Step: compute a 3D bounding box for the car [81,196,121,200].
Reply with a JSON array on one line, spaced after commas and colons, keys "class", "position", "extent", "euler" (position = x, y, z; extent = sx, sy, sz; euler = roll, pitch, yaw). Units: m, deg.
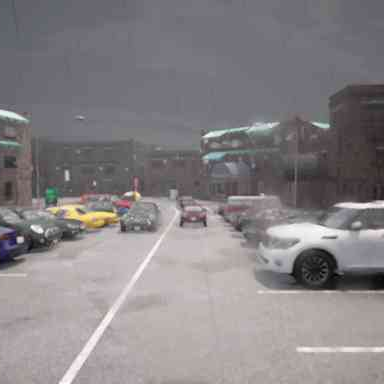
[{"class": "car", "position": [-7.658, 1.430, 25.130], "extent": [4.553, 1.767, 2.185], "euler": [0, 0, 0]}]

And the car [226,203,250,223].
[{"class": "car", "position": [4.645, 1.584, 19.985], "extent": [4.674, 1.452, 2.002], "euler": [0, 0, 0]}]

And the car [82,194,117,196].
[{"class": "car", "position": [-7.662, 1.252, 30.902], "extent": [5.566, 2.045, 2.435], "euler": [0, 1, 0]}]

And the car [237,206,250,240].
[{"class": "car", "position": [4.651, 1.527, 14.397], "extent": [4.892, 1.521, 2.231], "euler": [0, 0, 0]}]

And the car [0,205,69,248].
[{"class": "car", "position": [-7.717, 1.397, 13.373], "extent": [4.553, 1.767, 2.185], "euler": [0, 0, 0]}]

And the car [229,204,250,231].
[{"class": "car", "position": [4.637, 1.536, 17.316], "extent": [4.892, 1.521, 2.231], "euler": [0, 0, 0]}]

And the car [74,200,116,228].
[{"class": "car", "position": [-7.503, 1.548, 22.188], "extent": [5.366, 1.575, 1.946], "euler": [0, 0, 0]}]

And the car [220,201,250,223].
[{"class": "car", "position": [4.648, 1.553, 22.776], "extent": [4.892, 1.521, 2.231], "euler": [0, 0, 0]}]

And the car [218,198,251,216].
[{"class": "car", "position": [4.634, 1.538, 28.378], "extent": [4.892, 1.521, 2.231], "euler": [0, 1, 0]}]

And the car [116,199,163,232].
[{"class": "car", "position": [-3.008, 1.421, 20.532], "extent": [2.097, 1.767, 4.553], "euler": [0, 0, 0]}]

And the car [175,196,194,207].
[{"class": "car", "position": [-0.857, 1.210, 40.880], "extent": [2.128, 1.511, 4.902], "euler": [-1, 3, -12]}]

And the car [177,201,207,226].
[{"class": "car", "position": [0.092, 1.599, 24.025], "extent": [1.812, 1.442, 4.674], "euler": [0, 0, 0]}]

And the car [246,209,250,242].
[{"class": "car", "position": [4.639, 1.517, 11.604], "extent": [5.008, 1.535, 2.097], "euler": [0, 0, 0]}]

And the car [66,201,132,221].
[{"class": "car", "position": [-7.695, 1.542, 27.960], "extent": [5.008, 1.535, 2.097], "euler": [0, 0, 0]}]

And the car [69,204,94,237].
[{"class": "car", "position": [-7.692, 1.533, 16.185], "extent": [4.892, 1.521, 2.231], "euler": [0, 0, 0]}]

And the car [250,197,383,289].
[{"class": "car", "position": [4.618, 1.257, 8.810], "extent": [5.566, 2.045, 2.435], "euler": [0, 0, 0]}]

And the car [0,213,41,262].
[{"class": "car", "position": [-7.714, 1.543, 10.435], "extent": [4.792, 1.488, 2.163], "euler": [0, 0, 0]}]

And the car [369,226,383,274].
[{"class": "car", "position": [4.679, 1.365, 3.348], "extent": [4.553, 1.767, 2.185], "euler": [0, 0, 0]}]
